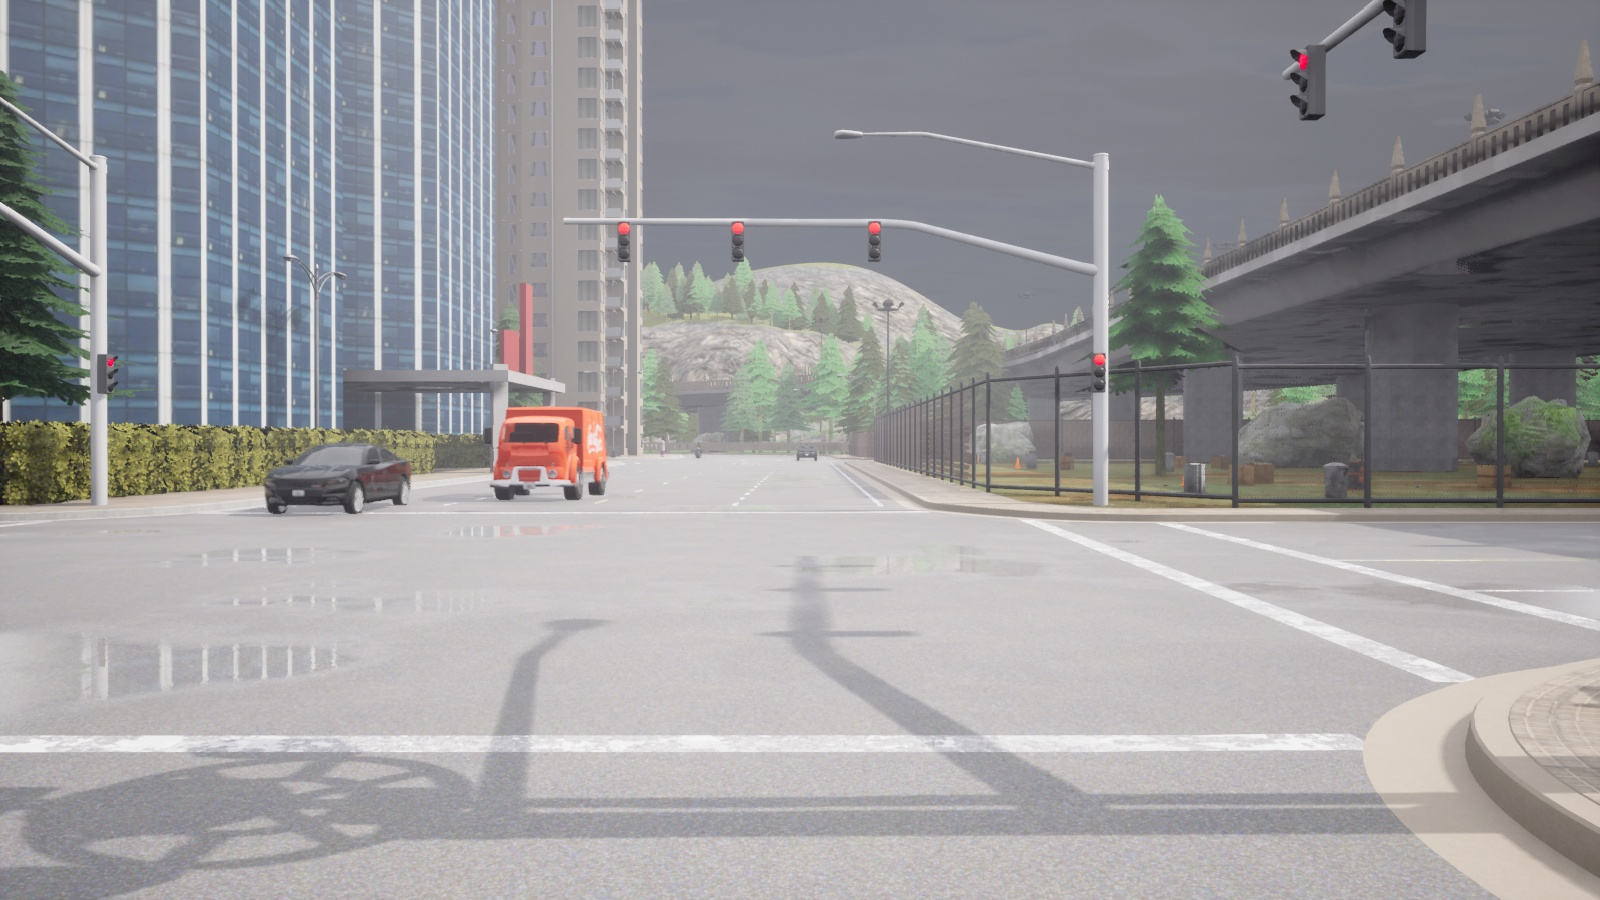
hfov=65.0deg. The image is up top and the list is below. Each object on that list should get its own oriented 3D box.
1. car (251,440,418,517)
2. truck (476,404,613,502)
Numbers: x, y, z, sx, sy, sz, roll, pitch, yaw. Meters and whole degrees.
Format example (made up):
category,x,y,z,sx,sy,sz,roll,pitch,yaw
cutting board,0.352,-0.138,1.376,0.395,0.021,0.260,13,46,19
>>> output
category,x,y,z,sx,sy,sz,roll,pitch,yaw
car,-10.335,0.568,28.321,1.882,1.535,5.008,0,1,0
truck,-6.804,0.063,34.120,2.627,2.467,5.204,0,0,0
